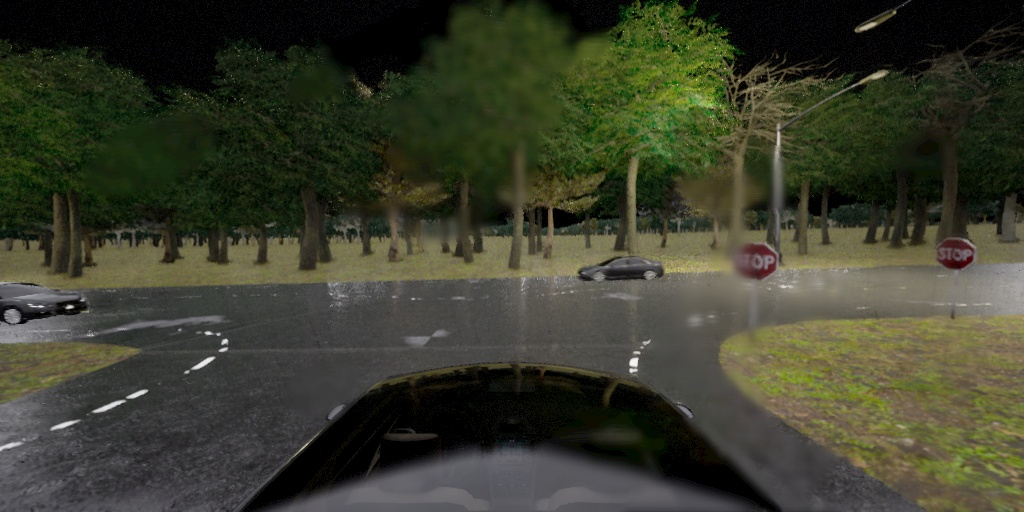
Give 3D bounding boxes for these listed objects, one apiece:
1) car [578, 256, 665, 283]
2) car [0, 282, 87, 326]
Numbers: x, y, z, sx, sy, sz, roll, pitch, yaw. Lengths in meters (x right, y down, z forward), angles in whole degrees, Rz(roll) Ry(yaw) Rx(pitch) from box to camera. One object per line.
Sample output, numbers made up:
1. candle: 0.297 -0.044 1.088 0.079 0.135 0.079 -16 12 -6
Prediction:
1. car: 6.323 0.786 20.962 4.892 1.490 1.837 -2 3 0
2. car: -19.470 1.790 13.789 4.892 1.490 1.837 -1 3 0
